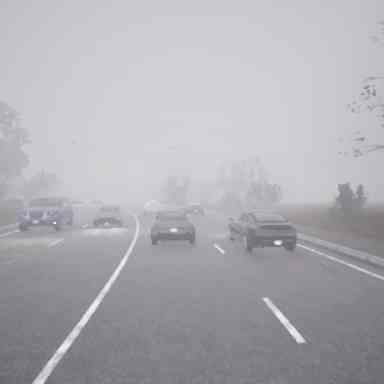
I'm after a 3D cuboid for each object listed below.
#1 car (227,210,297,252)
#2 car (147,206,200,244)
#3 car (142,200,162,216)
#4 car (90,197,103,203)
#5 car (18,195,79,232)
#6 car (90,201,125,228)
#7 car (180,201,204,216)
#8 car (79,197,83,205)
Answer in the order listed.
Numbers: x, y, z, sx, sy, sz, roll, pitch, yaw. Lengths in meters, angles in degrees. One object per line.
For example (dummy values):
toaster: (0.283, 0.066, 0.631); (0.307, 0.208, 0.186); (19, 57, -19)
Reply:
car: (2.755, 1.509, 13.950); (1.837, 1.490, 4.892); (0, 0, -6)
car: (-0.980, 1.576, 15.951); (1.994, 1.385, 4.181); (0, 0, -6)
car: (-3.976, 1.555, 33.240); (1.812, 1.442, 4.674); (0, 0, -13)
car: (-17.863, 1.585, 62.060); (1.812, 1.442, 4.674); (0, 0, -25)
car: (-8.827, 1.249, 20.633); (2.150, 2.045, 5.566); (0, 0, -9)
car: (-5.663, 1.572, 23.060); (2.033, 1.411, 5.357); (0, 0, -9)
car: (-0.115, 1.549, 32.007); (1.812, 1.442, 4.674); (0, 0, -12)
car: (-20.798, 1.604, 60.123); (2.033, 1.411, 5.357); (0, 0, -25)
